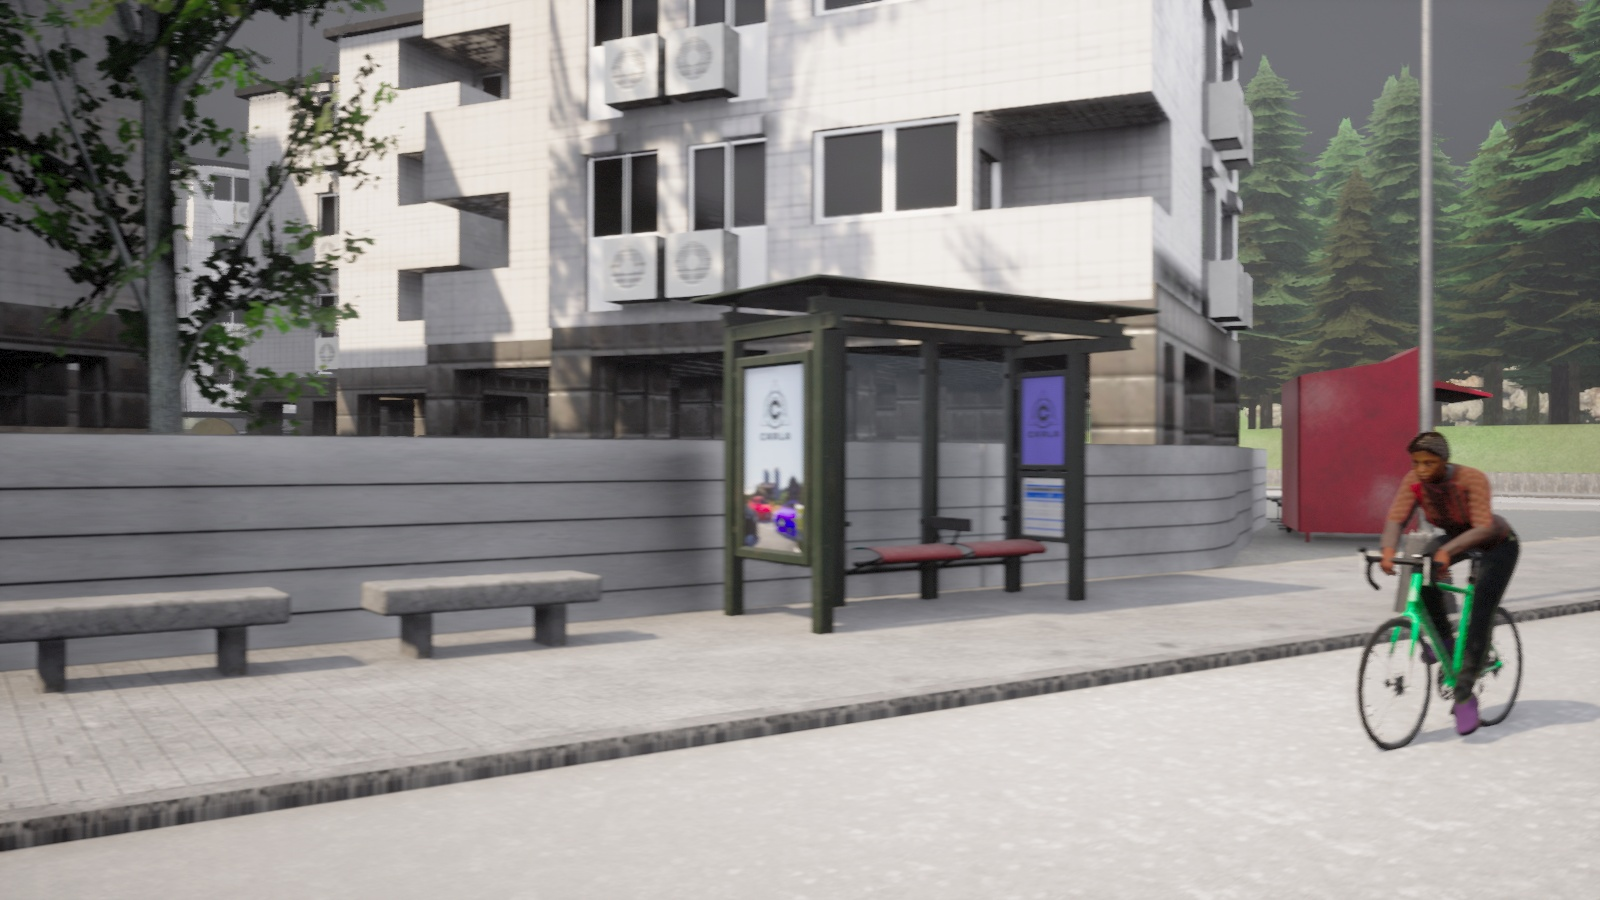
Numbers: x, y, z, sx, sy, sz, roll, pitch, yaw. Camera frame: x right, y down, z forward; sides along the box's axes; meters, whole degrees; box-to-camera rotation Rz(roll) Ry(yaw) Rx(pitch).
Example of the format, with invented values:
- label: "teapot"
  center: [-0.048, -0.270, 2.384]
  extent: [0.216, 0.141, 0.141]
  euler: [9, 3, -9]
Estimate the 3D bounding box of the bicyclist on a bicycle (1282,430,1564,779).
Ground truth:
- label: "bicyclist on a bicycle"
  center: [3.275, 0.715, 6.550]
  extent: [1.656, 1.620, 0.582]
  euler: [0, 0, -35]
